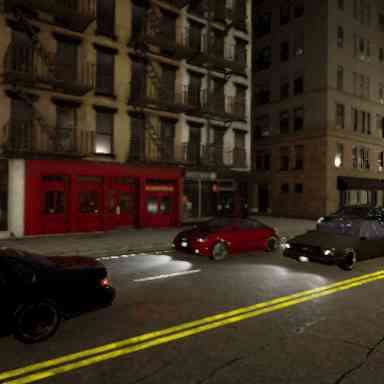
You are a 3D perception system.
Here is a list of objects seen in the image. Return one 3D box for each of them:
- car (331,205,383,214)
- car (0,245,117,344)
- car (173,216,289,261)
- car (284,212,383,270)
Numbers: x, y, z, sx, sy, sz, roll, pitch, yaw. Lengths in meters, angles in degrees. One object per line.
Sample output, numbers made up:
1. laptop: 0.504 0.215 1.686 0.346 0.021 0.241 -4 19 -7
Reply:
1. car: 8.690 1.483 17.751 4.553 1.767 2.097 1 0 -36
2. car: -3.881 1.544 4.896 5.357 1.411 2.033 1 0 -35
3. car: 1.374 1.627 12.564 4.181 1.385 1.994 1 0 -35
4. car: 5.506 1.631 11.486 5.357 1.411 2.033 1 0 -36
